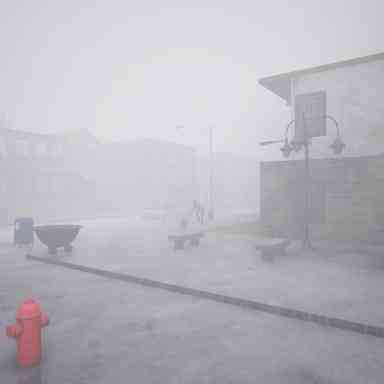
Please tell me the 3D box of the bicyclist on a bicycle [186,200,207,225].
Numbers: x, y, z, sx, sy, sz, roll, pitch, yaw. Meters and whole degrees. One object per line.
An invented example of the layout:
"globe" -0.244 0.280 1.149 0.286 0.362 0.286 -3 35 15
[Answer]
"bicyclist on a bicycle" 0.285 1.340 21.633 1.656 1.620 0.582 0 0 35

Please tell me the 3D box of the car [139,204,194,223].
"car" -1.822 1.601 25.914 1.895 1.301 4.718 0 0 35
